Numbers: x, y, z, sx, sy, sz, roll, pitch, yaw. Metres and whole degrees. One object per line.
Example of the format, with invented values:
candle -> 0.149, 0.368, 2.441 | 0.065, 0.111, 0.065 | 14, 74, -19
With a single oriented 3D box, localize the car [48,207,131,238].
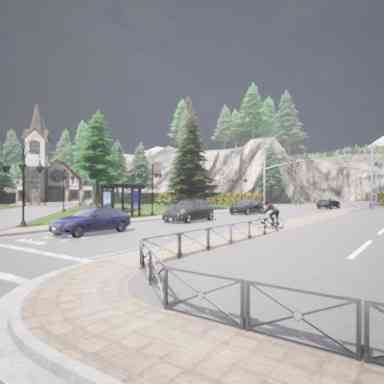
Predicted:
car -> -5.359, 1.534, 18.012 | 1.812, 1.442, 4.674 | 0, 0, 35

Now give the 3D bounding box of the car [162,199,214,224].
car -> -0.239, 1.361, 25.328 | 2.097, 1.767, 4.553 | 0, 0, 35

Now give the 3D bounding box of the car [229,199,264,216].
car -> 5.557, 1.486, 33.600 | 1.882, 1.535, 5.008 | 0, 0, 35

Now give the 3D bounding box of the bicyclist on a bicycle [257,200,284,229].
bicyclist on a bicycle -> 4.455, 1.313, 18.990 | 1.656, 1.620, 0.582 | 0, 0, 35

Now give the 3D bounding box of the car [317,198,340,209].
car -> 18.471, 1.502, 44.930 | 2.128, 1.511, 4.902 | 0, 0, 42
